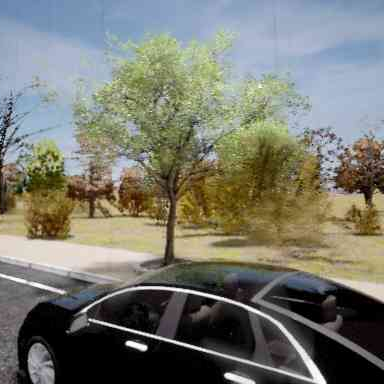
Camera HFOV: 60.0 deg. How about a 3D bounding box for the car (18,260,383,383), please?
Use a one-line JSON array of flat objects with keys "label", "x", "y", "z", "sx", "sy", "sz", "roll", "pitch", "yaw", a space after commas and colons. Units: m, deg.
[{"label": "car", "x": 0.063, "y": 1.524, "z": 3.518, "sx": 4.892, "sy": 1.490, "sz": 1.837, "roll": -1, "pitch": 0, "yaw": 35}]
